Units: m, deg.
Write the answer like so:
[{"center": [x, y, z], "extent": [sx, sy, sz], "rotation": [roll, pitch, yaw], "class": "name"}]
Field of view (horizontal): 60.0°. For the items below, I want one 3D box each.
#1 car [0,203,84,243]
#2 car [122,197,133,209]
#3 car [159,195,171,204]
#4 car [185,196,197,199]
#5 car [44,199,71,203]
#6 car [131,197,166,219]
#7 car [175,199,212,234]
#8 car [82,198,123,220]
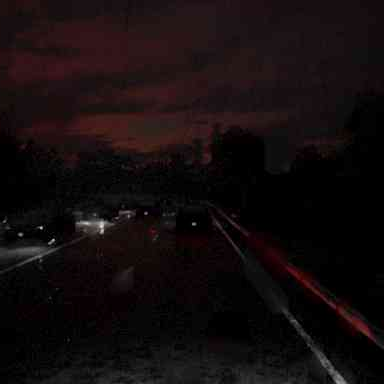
[{"center": [-7.041, 1.468, 16.021], "extent": [1.812, 1.442, 4.674], "rotation": [0, 0, 0], "class": "car"}, {"center": [-7.023, 1.263, 35.968], "extent": [1.994, 1.385, 4.181], "rotation": [0, 1, 0], "class": "car"}, {"center": [-3.959, 1.035, 47.807], "extent": [1.895, 1.301, 4.718], "rotation": [0, 1, -5], "class": "car"}, {"center": [-0.100, 1.159, 40.328], "extent": [2.033, 1.411, 5.357], "rotation": [0, 1, -1], "class": "car"}, {"center": [-10.509, 1.364, 25.585], "extent": [1.837, 1.490, 4.892], "rotation": [0, 1, 0], "class": "car"}, {"center": [-3.410, 1.369, 26.963], "extent": [1.812, 1.442, 4.674], "rotation": [0, 1, 0], "class": "car"}, {"center": [0.093, 1.403, 18.740], "extent": [1.882, 1.535, 5.008], "rotation": [0, 0, 0], "class": "car"}, {"center": [-7.009, 1.419, 25.974], "extent": [1.994, 1.385, 4.181], "rotation": [0, 1, 0], "class": "car"}]
